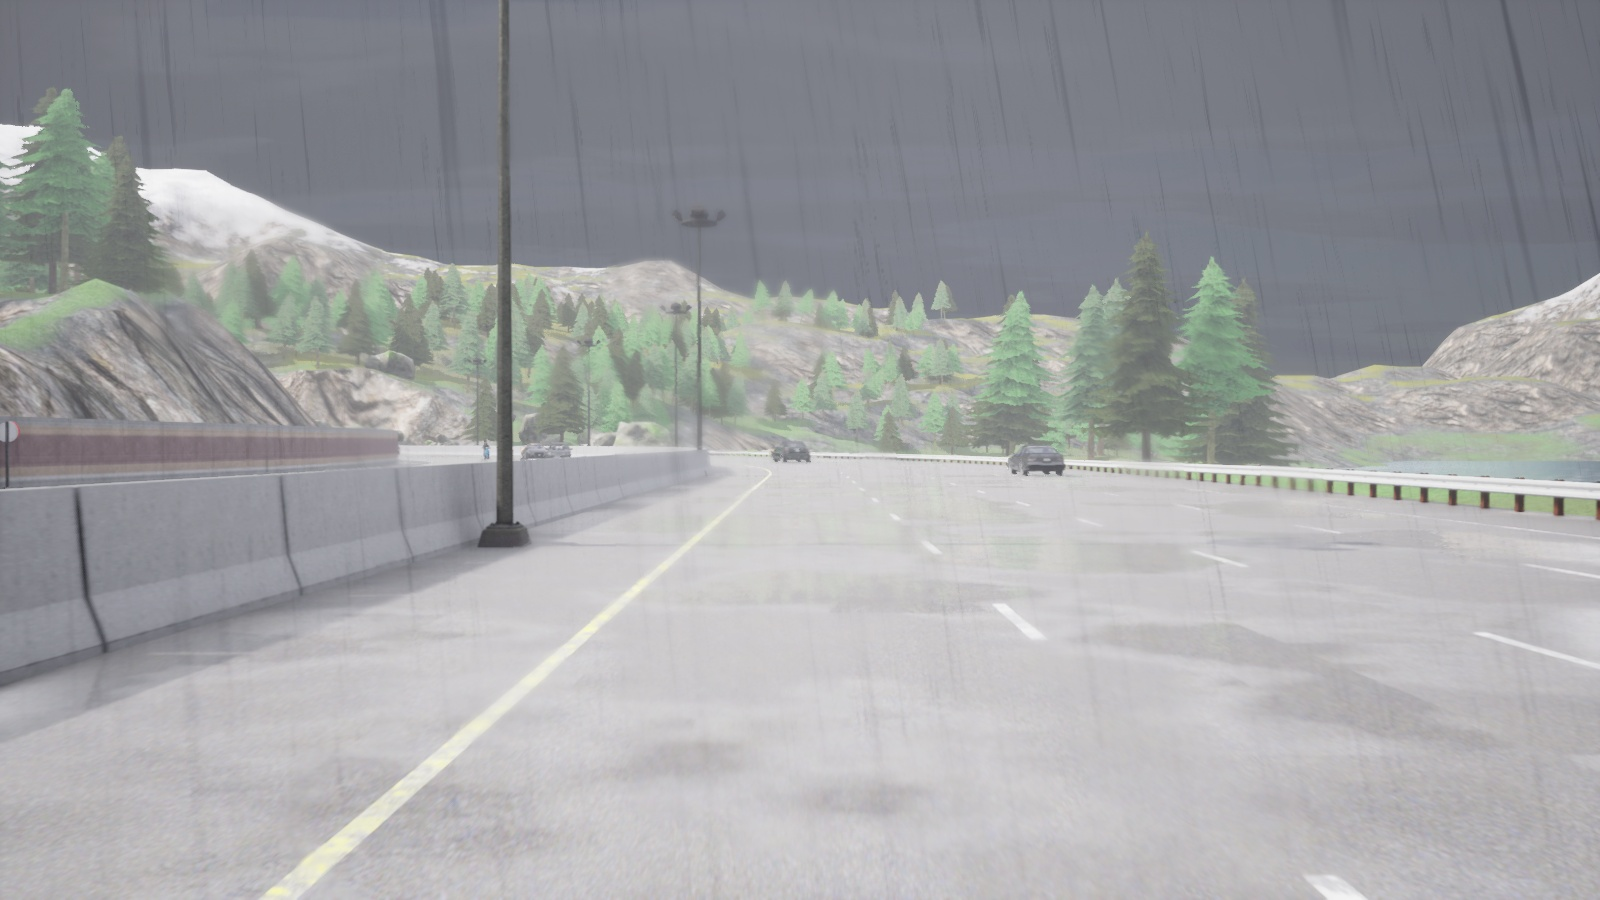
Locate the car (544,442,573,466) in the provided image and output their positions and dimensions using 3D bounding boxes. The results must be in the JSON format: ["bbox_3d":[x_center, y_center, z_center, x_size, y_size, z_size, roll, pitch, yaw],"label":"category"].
[{"bbox_3d":[-15.796,0.249,82.178,1.789,1.549,3.705,0,0,-10],"label":"car"}]

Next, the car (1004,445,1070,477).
[{"bbox_3d":[10.838,0.477,57.827,2.033,1.411,5.357,0,0,0],"label":"car"}]

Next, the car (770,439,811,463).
[{"bbox_3d":[-0.759,0.066,95.499,2.097,1.767,4.553,0,0,-14],"label":"car"}]
